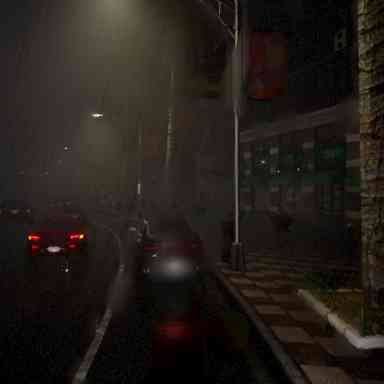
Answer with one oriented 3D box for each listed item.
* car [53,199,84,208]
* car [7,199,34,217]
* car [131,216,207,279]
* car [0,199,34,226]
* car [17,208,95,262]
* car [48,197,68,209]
[{"bbox_3d":[-8.950,1.508,24.500,1.812,1.442,4.674,0,0,-25],"label":"car"},{"bbox_3d":[-16.542,1.463,32.308,2.128,1.511,4.902,0,0,-25],"label":"car"},{"bbox_3d":[-0.838,1.499,10.176,1.837,1.490,4.892,0,0,-10],"label":"car"},{"bbox_3d":[-12.325,1.334,23.449,2.097,1.767,4.553,0,0,-24],"label":"car"},{"bbox_3d":[-4.562,1.517,12.029,1.812,1.442,4.674,0,0,-12],"label":"car"},{"bbox_3d":[-13.569,1.326,34.215,2.097,1.767,4.553,0,0,-25],"label":"car"}]
